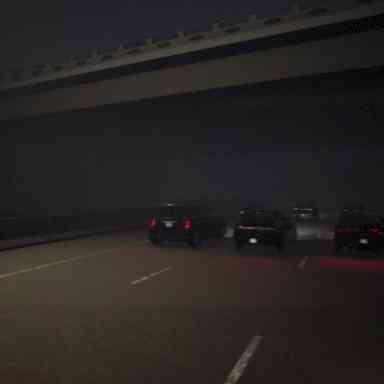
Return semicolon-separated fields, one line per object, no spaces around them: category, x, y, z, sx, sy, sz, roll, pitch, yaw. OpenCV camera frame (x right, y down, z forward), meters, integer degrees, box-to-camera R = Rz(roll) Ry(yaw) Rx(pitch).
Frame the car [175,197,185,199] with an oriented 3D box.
car;-2.130;1.572;60.997;1.994;1.385;4.181;0;0;25

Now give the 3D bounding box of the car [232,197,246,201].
car;7.998;1.601;57.880;2.033;1.411;5.357;0;0;25

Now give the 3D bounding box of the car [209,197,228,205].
car;4.732;1.640;59.161;1.895;1.301;4.718;0;0;25

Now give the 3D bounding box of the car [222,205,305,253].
car;3.209;1.510;13.945;2.128;1.511;4.902;0;0;25

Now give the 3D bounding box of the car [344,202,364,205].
car;12.677;1.556;26.093;2.128;1.511;4.902;0;0;25

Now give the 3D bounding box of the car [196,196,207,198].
car;1.632;1.503;60.781;1.882;1.535;5.008;0;0;25

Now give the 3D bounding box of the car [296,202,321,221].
car;9.500;1.542;27.562;2.128;1.511;4.902;0;0;25

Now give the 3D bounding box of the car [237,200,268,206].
car;5.407;1.580;27.097;2.033;1.411;5.357;0;0;25

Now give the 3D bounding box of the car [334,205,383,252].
car;6.882;1.512;13.526;1.882;1.535;5.008;0;0;25

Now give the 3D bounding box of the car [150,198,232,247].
car;-0.014;1.355;15.313;2.097;1.767;4.553;0;0;25
